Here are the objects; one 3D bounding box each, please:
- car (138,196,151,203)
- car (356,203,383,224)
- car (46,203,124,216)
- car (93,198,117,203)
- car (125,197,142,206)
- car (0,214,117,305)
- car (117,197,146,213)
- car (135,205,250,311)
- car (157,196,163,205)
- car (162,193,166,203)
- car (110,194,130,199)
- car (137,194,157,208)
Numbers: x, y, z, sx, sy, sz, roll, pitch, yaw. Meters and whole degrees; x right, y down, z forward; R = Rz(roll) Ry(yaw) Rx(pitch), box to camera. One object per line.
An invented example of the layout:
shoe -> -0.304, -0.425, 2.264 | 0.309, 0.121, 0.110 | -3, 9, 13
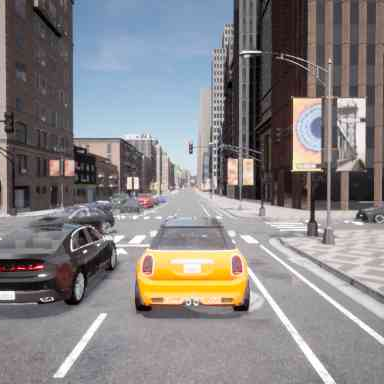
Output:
car -> -9.730, 1.592, 68.698 | 1.994, 1.385, 4.181 | 0, 0, 0
car -> 13.993, 1.470, 23.574 | 4.181, 1.385, 1.994 | 0, 1, 0
car -> -5.931, 1.493, 16.566 | 2.128, 1.511, 4.902 | -1, 0, 27
car -> -9.840, 1.616, 35.585 | 1.895, 1.301, 4.718 | 0, 0, 0
car -> -9.809, 1.592, 56.060 | 1.994, 1.385, 4.181 | 0, 0, 1
car -> -3.151, 1.504, 8.055 | 1.837, 1.490, 4.892 | 0, 0, 0
car -> -6.590, 1.580, 36.743 | 1.994, 1.385, 4.181 | 0, 0, 0
car -> 0.013, 1.351, 7.909 | 2.097, 1.767, 4.553 | 0, 0, 0
car -> -6.568, 1.592, 55.993 | 1.994, 1.385, 4.181 | 0, 0, 0
car -> -6.480, 1.504, 69.079 | 1.882, 1.535, 5.008 | 0, 0, 0
car -> -9.829, 1.243, 45.495 | 2.150, 2.045, 5.566 | 0, 0, 1
car -> -6.586, 1.245, 46.020 | 2.150, 2.045, 5.566 | 0, 0, 1
